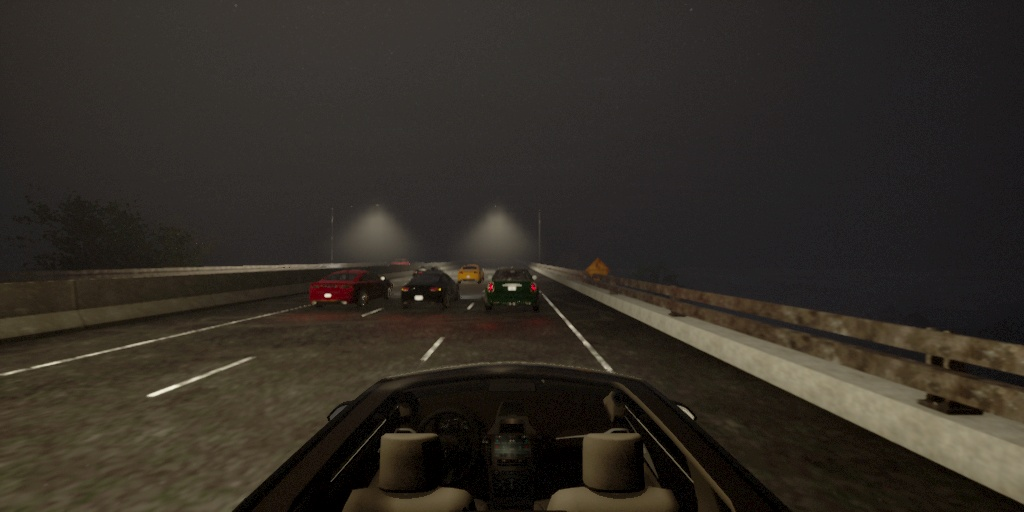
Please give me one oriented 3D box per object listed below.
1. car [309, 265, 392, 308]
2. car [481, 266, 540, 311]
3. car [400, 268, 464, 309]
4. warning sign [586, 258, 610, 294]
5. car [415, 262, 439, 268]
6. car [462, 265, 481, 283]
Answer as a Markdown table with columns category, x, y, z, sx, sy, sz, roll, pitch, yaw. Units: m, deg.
| category | x | y | z | sx | sy | sz | roll | pitch | yaw |
| --- | --- | --- | --- | --- | --- | --- | --- | --- | --- |
| car | -6.974 | 1.370 | 16.080 | 1.882 | 1.535 | 5.008 | 0 | 0 | 0 |
| car | 0.020 | 1.236 | 15.257 | 2.097 | 1.767 | 4.553 | 0 | -1 | 0 |
| car | -3.477 | 1.414 | 15.737 | 1.812 | 1.442 | 4.674 | 0 | 0 | 0 |
| warning sign | 4.548 | 1.037 | 19.092 | 1.300 | 1.860 | 1.060 | 0 | 0 | 0 |
| car | -6.983 | 1.522 | 30.345 | 2.128 | 1.511 | 4.902 | 0 | 0 | 0 |
| car | -3.476 | 1.514 | 31.075 | 1.882 | 1.535 | 5.008 | 0 | 0 | 0 |
